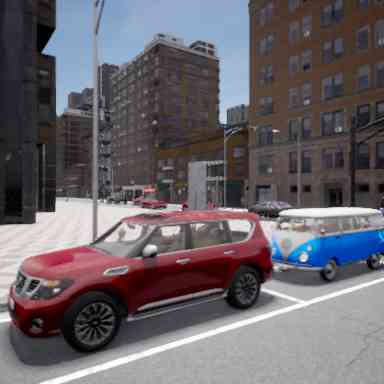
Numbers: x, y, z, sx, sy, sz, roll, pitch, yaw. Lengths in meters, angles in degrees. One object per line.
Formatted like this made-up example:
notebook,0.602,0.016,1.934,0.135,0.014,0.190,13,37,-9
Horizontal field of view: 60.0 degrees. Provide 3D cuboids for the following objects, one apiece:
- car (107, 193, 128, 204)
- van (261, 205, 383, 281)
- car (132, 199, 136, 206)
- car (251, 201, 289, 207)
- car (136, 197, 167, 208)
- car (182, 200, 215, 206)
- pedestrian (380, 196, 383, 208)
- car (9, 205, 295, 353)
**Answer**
car,-13.721,1.204,61.214,2.150,2.045,5.566,0,0,-35
van,4.004,1.364,9.621,3.998,1.788,1.690,0,0,-35
car,-7.721,1.489,52.594,1.882,1.535,5.008,0,0,-35
car,6.687,1.508,26.182,2.128,1.511,4.902,0,0,-36
car,-5.029,1.494,43.186,1.882,1.535,5.008,0,0,-34
car,0.846,1.496,34.661,1.882,1.535,5.008,0,0,-35
pedestrian,14.744,1.172,25.503,0.375,1.860,0.375,0,0,-35
car,-0.589,1.324,6.345,5.009,1.841,2.192,0,0,-35
